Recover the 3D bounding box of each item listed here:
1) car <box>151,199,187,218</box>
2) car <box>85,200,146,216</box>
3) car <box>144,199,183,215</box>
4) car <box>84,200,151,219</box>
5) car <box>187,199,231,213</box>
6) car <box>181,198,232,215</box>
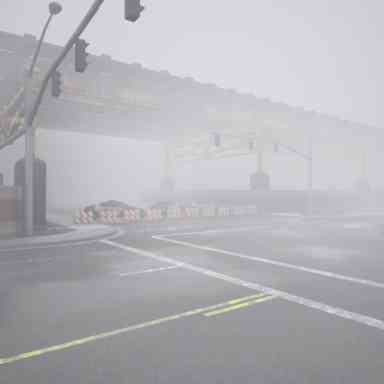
[{"bbox_3d":[-2.511,1.453,30.255,2.038,1.542,4.974,0,0,18],"label":"car"},{"bbox_3d":[-6.309,1.295,27.578,4.536,1.218,1.853,0,0,8],"label":"car"},{"bbox_3d":[-2.496,1.295,30.304,1.853,1.218,4.536,0,0,18],"label":"car"},{"bbox_3d":[-6.257,1.453,27.571,4.974,1.542,2.038,0,0,8],"label":"car"},{"bbox_3d":[1.349,1.295,34.006,4.536,1.218,1.853,0,0,-7],"label":"car"},{"bbox_3d":[1.400,1.453,34.013,4.974,1.542,2.038,0,0,-7],"label":"car"}]
